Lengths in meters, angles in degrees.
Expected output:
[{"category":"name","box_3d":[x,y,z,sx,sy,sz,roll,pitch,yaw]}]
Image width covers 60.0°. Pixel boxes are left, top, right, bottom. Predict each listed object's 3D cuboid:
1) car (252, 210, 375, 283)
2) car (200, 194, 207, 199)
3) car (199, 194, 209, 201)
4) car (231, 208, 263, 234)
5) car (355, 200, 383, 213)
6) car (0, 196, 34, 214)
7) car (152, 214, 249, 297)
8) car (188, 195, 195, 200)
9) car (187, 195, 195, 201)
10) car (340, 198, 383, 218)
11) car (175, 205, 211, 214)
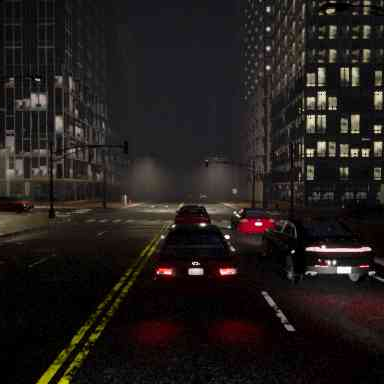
[{"category":"car","box_3d":[3.325,1.487,9.679,2.128,1.511,4.902,0,0,0]},{"category":"car","box_3d":[3.026,1.266,91.407,1.812,1.442,4.674,0,0,0]},{"category":"car","box_3d":[3.051,1.513,81.434,1.895,1.301,4.718,0,0,0]},{"category":"car","box_3d":[3.304,1.554,18.480,1.994,1.385,4.181,0,0,0]},{"category":"car","box_3d":[21.716,1.642,38.532,4.829,1.417,1.752,1,0,1]},{"category":"car","box_3d":[-18.289,1.206,33.294,4.553,1.767,2.097,1,1,1]},{"category":"car","box_3d":[0.080,1.544,8.764,2.033,1.411,5.357,0,0,0]},{"category":"car","box_3d":[-0.228,1.459,92.866,1.994,1.385,4.181,0,0,0]},{"category":"car","box_3d":[-0.203,1.519,82.776,1.895,1.301,4.718,0,0,0]},{"category":"car","box_3d":[16.128,1.519,30.232,5.009,1.841,2.192,1,0,1]},{"category":"car","box_3d":[0.059,1.468,18.585,1.882,1.535,5.008,0,0,1]}]
